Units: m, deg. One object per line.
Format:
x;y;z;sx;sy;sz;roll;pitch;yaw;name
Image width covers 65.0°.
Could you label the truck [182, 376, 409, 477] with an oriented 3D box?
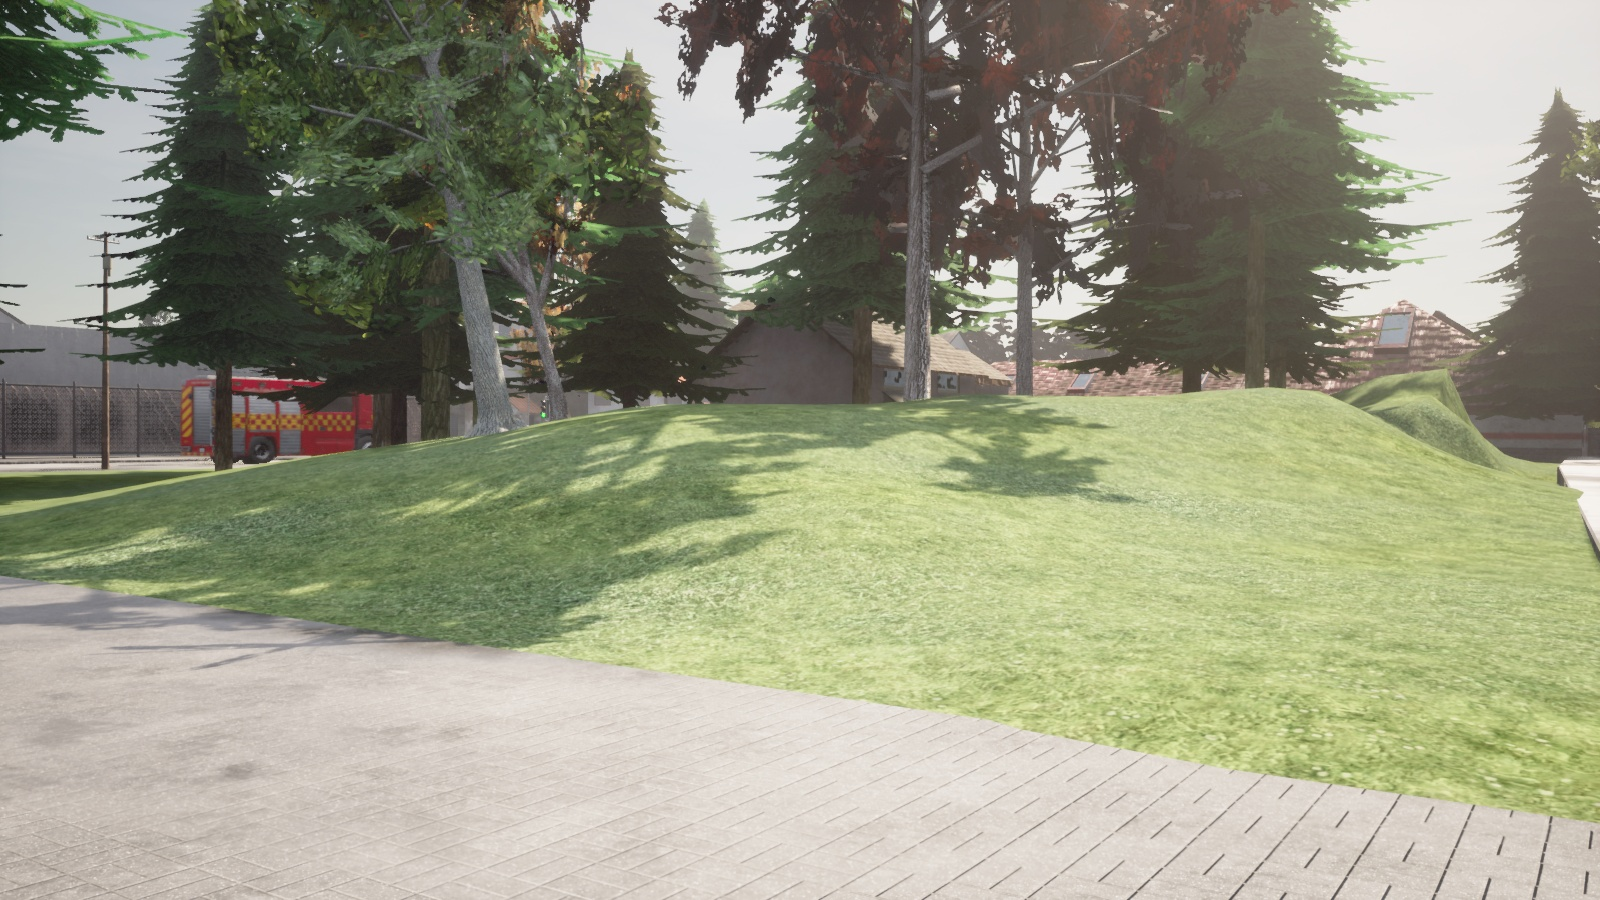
-20.483;-0.953;51.648;2.891;3.827;8.468;0;1;34;truck
